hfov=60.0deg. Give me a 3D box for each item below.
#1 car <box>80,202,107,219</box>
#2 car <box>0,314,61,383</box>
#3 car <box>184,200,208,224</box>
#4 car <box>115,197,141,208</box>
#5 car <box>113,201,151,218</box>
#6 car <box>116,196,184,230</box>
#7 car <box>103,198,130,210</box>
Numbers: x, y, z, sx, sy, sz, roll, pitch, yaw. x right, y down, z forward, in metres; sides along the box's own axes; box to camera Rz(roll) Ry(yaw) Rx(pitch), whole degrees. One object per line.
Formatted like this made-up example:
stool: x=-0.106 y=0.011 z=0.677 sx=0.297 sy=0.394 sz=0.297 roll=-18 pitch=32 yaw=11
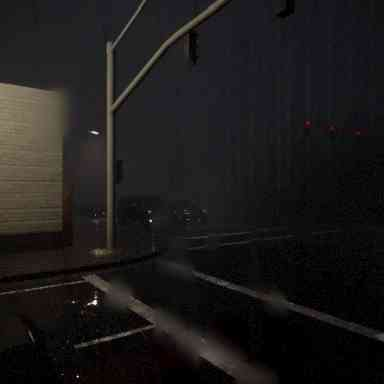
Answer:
car: x=-8.635 y=1.619 z=29.959 sx=1.994 sy=1.385 sz=4.181 roll=0 pitch=0 yaw=-35
car: x=-3.432 y=1.547 z=1.544 sx=5.357 sy=1.411 sz=2.033 roll=0 pitch=0 yaw=-36
car: x=-0.799 y=1.407 z=25.010 sx=2.097 sy=1.767 sz=4.553 roll=0 pitch=0 yaw=-36
car: x=-9.577 y=1.560 z=49.634 sx=1.837 sy=1.490 sz=4.892 roll=0 pitch=0 yaw=-37
car: x=-5.822 y=1.619 z=32.036 sx=1.994 sy=1.385 sz=4.181 roll=0 pitch=0 yaw=-35
car: x=-3.165 y=1.277 z=22.295 sx=2.150 sy=2.045 sz=5.566 roll=0 pitch=0 yaw=-36
car: x=-10.205 y=1.581 z=44.445 sx=1.812 sy=1.442 sz=4.674 roll=0 pitch=0 yaw=-36
